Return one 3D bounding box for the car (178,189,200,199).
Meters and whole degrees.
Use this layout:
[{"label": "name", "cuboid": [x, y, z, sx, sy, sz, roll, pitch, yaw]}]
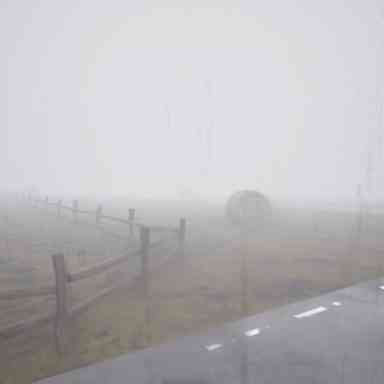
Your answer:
[{"label": "car", "cuboid": [-0.495, 0.331, 58.719, 2.097, 1.767, 4.553, 2, 0, -35]}]
